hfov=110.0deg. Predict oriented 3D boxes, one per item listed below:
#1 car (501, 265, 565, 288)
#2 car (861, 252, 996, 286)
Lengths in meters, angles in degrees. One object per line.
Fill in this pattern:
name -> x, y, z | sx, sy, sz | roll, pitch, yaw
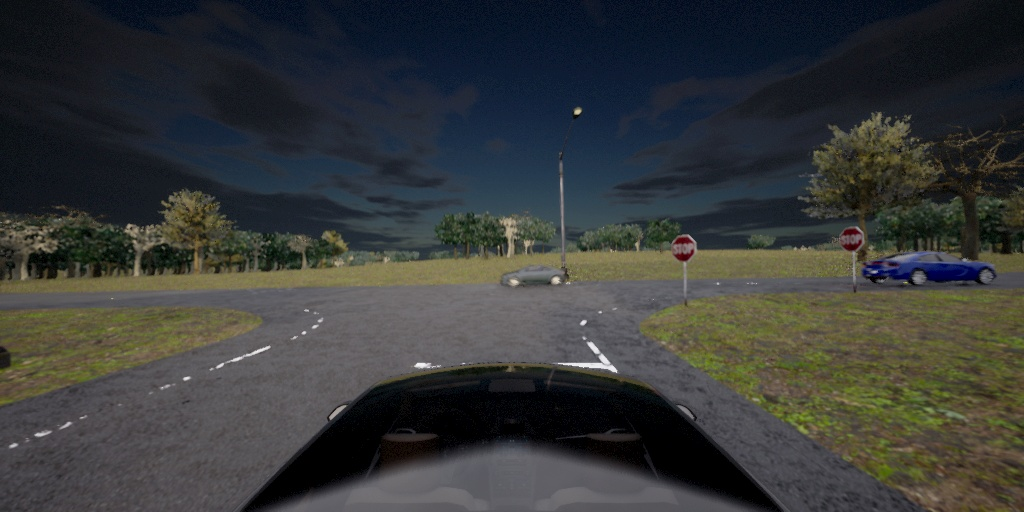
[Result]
car -> 1.349, 1.270, 23.402 | 4.181, 1.385, 1.994 | -2, 0, -1
car -> 19.304, 0.553, 16.723 | 5.008, 1.535, 1.882 | -1, -2, -1
